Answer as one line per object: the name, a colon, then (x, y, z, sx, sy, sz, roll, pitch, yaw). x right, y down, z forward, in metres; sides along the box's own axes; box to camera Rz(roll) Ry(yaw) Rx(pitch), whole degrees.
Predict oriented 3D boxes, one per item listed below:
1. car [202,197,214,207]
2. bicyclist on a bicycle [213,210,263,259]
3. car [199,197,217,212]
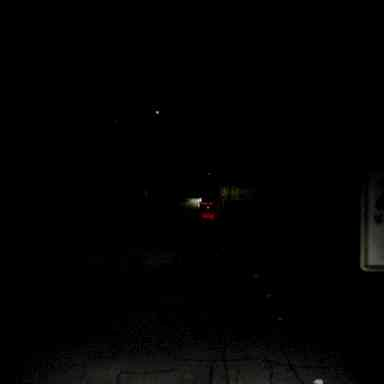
car: (2.375, 1.458, 49.930, 1.812, 1.442, 4.674, 0, 0, 3)
bicyclist on a bicycle: (1.516, 1.428, 10.982, 1.656, 1.620, 0.582, 0, 0, 3)
car: (1.841, 1.433, 38.524, 1.837, 1.490, 4.892, 0, 0, 2)
